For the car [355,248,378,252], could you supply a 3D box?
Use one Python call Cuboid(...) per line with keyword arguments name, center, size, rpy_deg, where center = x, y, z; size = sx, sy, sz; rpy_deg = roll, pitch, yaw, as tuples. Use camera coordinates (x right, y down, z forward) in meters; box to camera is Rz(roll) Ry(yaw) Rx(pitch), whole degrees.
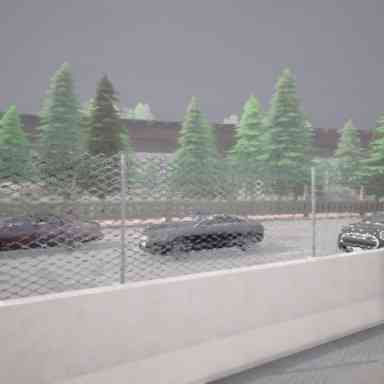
Cuboid(name="car", center=(7.599, 1.380, 12.314), size=(4.553, 1.767, 2.097), rpy_deg=(0, 0, -27))
